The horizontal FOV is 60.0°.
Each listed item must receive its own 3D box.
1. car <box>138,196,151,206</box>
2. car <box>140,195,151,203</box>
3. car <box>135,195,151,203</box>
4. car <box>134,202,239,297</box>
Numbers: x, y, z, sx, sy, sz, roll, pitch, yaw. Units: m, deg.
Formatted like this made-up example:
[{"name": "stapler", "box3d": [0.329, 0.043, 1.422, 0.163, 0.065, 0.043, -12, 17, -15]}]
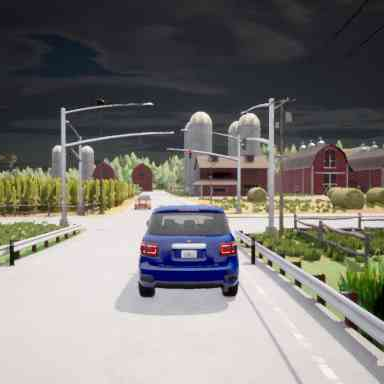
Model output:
[{"name": "car", "box3d": [-7.601, 1.389, 53.157, 1.994, 1.385, 4.181, 0, 1, -8]}, {"name": "car", "box3d": [-8.849, 1.229, 63.121, 1.994, 1.385, 4.181, 0, 1, -7]}, {"name": "car", "box3d": [-6.390, 1.333, 43.495, 2.097, 1.767, 4.553, 0, 1, -7]}, {"name": "car", "box3d": [-0.109, 1.364, 9.040, 2.150, 2.045, 5.566, 0, -2, -1]}]
